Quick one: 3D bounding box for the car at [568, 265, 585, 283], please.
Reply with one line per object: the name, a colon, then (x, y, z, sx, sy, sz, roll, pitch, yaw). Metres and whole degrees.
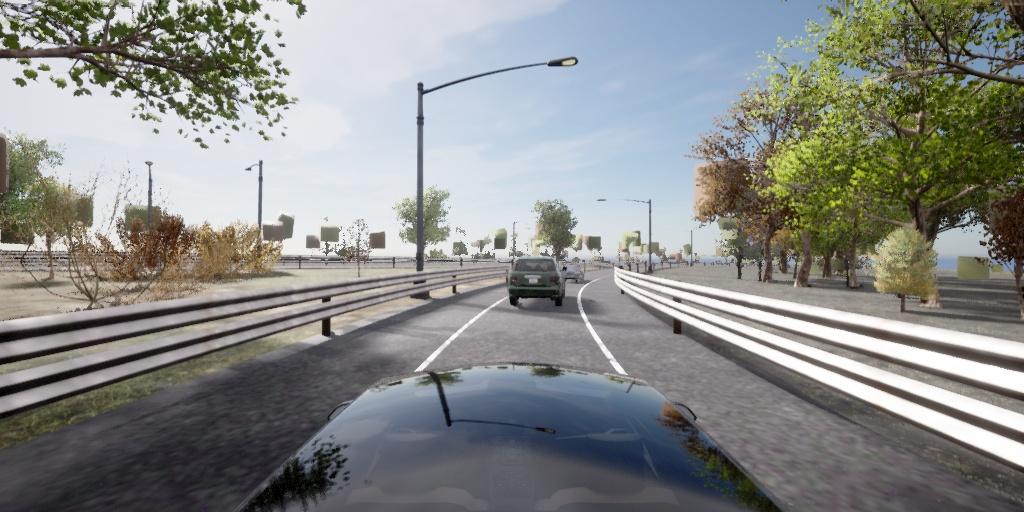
car: (4.943, 1.486, 30.308, 2.033, 1.411, 5.357, 0, -1, 19)

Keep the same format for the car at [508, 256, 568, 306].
car: (1.247, 1.049, 16.129, 2.150, 2.045, 5.566, 0, 0, 10)
